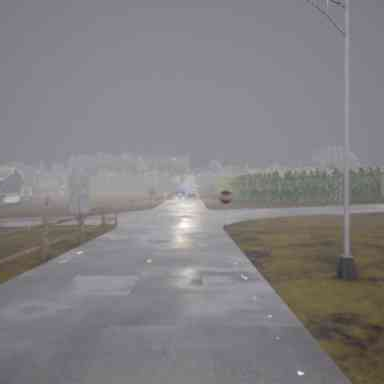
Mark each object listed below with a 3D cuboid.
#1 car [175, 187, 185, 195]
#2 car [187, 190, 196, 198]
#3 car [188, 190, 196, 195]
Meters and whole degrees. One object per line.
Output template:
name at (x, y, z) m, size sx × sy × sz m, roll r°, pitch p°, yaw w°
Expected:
car at (-2.810, -0.272, 80.596) m, size 2.150 × 2.045 × 5.566 m, roll 0°, pitch 2°, yaw 0°
car at (-0.056, 0.541, 76.482) m, size 1.812 × 1.442 × 4.674 m, roll 0°, pitch 2°, yaw 0°
car at (-0.064, 0.091, 86.502) m, size 1.895 × 1.301 × 4.718 m, roll 0°, pitch 3°, yaw 0°
